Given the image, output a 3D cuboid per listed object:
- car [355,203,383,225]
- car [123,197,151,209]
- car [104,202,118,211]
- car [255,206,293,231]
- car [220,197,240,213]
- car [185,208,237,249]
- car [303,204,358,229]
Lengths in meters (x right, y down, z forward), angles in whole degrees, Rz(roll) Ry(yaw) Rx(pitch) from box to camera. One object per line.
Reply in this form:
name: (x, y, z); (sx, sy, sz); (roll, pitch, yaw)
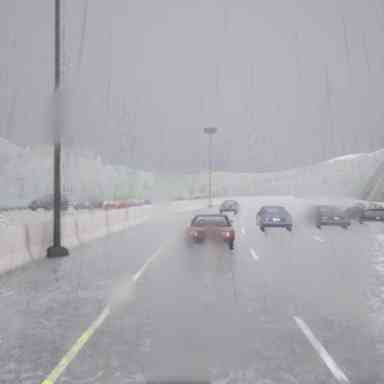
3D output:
car: (12.679, 1.531, 24.437); (2.128, 1.511, 4.902); (0, 0, 9)
car: (-6.057, 1.533, 39.165); (1.812, 1.442, 4.674); (0, 0, 13)
car: (-9.193, 1.354, 41.130); (2.097, 1.767, 4.553); (0, 0, 14)
car: (5.052, 1.569, 20.808); (2.033, 1.411, 5.357); (0, 0, 7)
car: (4.086, 1.575, 35.740); (2.033, 1.411, 5.357); (0, 0, 12)
car: (0.870, 1.610, 14.676); (1.895, 1.301, 4.718); (0, 0, 5)
car: (8.711, 1.577, 21.795); (2.033, 1.411, 5.357); (0, 0, 8)
